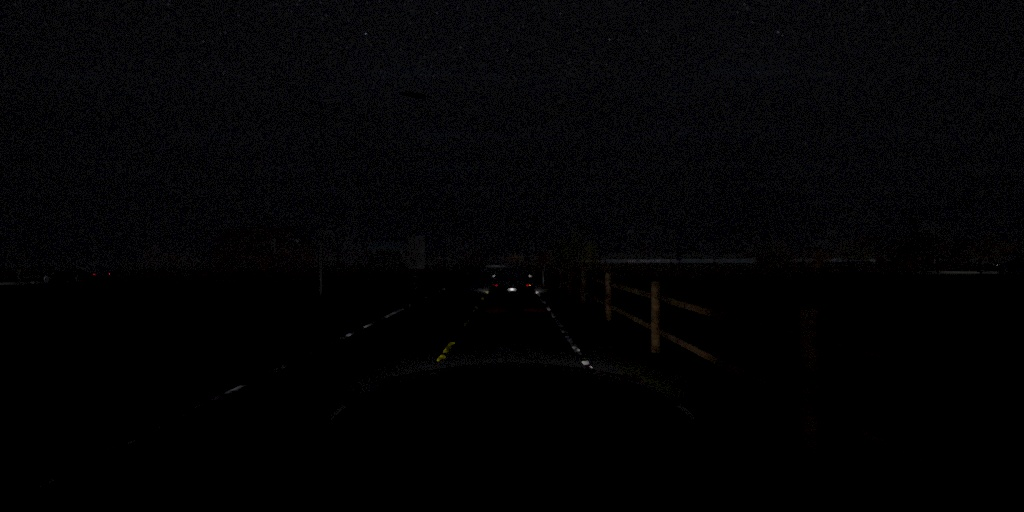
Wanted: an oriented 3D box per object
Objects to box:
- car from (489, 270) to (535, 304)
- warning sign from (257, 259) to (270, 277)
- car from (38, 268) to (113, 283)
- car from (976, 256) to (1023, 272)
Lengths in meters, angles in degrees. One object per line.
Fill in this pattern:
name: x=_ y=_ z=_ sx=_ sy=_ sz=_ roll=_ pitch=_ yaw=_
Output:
car: x=0.000 y=1.329 z=16.503 sx=1.994 sy=1.385 sz=4.181 roll=0 pitch=0 yaw=0
warning sign: x=-25.791 y=1.245 z=37.142 sx=1.060 sy=1.860 sz=1.300 roll=0 pitch=0 yaw=-1
car: x=-41.954 y=1.829 z=34.534 sx=5.357 sy=1.411 sz=2.033 roll=-1 pitch=-1 yaw=-1
car: x=49.157 y=0.815 z=35.485 sx=5.008 sy=1.535 sz=1.882 roll=-1 pitch=-1 yaw=-1
